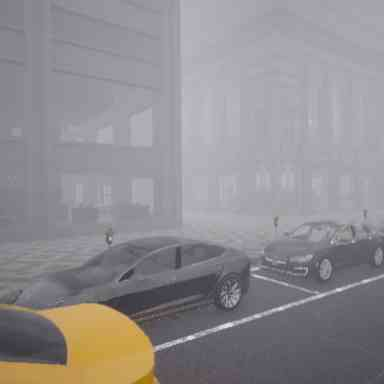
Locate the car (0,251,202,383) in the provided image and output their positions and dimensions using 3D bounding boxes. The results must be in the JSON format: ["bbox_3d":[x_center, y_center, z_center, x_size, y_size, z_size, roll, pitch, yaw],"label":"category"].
[{"bbox_3d":[-2.534,1.489,1.575,5.008,1.535,1.882,-1,0,-35],"label":"car"}]

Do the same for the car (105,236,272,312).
[{"bbox_3d":[-0.807,1.540,6.069,4.313,1.339,1.947,-1,0,-35],"label":"car"}]

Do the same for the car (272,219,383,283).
[{"bbox_3d":[3.788,1.474,9.332,4.403,1.369,2.008,-1,0,-35],"label":"car"}]
